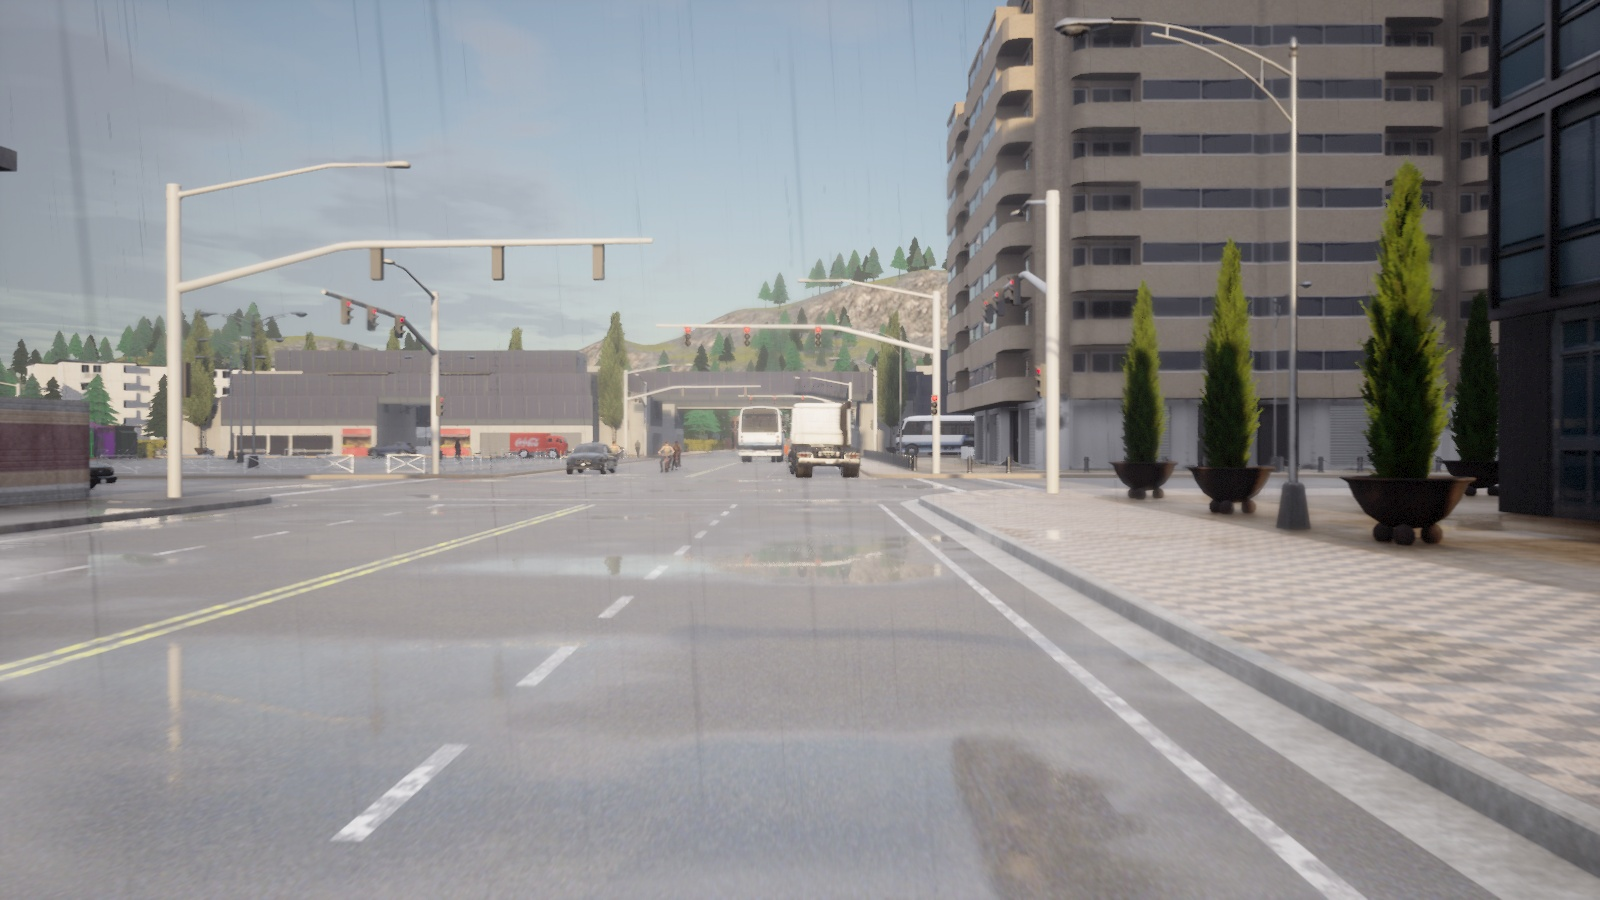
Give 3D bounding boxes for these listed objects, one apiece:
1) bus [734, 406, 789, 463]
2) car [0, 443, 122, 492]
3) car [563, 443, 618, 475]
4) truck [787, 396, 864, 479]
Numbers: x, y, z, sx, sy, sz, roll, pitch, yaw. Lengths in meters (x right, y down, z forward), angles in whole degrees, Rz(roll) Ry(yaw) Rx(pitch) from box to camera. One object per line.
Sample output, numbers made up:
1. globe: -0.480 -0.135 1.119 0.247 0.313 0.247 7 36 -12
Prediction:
1. bus: -2.928 -1.189 98.751 3.944 4.253 10.273 0 0 1
2. car: -23.368 0.510 37.277 5.357 1.411 2.033 0 0 0
3. car: -10.140 0.399 61.059 1.837 1.490 4.892 0 0 0
4. truck: 1.036 -0.553 56.926 2.891 3.462 7.936 1 0 -3
